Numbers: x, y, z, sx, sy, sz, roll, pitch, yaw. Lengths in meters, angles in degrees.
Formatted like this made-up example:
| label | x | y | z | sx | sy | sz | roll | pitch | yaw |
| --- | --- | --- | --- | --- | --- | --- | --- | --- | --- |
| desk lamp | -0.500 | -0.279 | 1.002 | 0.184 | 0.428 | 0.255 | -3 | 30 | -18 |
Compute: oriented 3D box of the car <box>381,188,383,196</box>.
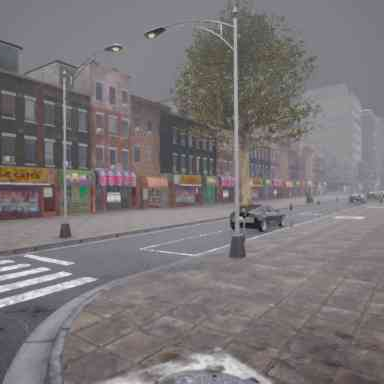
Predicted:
| label | x | y | z | sx | sy | sz | roll | pitch | yaw |
| --- | --- | --- | --- | --- | --- | --- | --- | --- | --- |
| car | 47.057 | -0.001 | 79.996 | 2.192 | 1.841 | 5.009 | 0 | 1 | 35 |

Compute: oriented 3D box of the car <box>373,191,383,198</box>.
| label | x | y | z | sx | sy | sz | roll | pitch | yaw |
| --- | --- | --- | --- | --- | --- | --- | --- | --- | --- |
| car | 37.749 | 0.479 | 66.732 | 1.947 | 1.339 | 4.313 | 0 | 1 | 35 |

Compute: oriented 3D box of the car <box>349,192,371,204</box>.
| label | x | y | z | sx | sy | sz | roll | pitch | yaw |
| --- | --- | --- | --- | --- | --- | --- | --- | --- | --- |
| car | 22.233 | 0.844 | 44.620 | 2.008 | 1.369 | 4.403 | 0 | 1 | 35 |

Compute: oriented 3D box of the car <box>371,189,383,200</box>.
| label | x | y | z | sx | sy | sz | roll | pitch | yaw |
| --- | --- | --- | --- | --- | --- | --- | --- | --- | --- |
| car | 31.542 | 0.617 | 57.887 | 2.008 | 1.369 | 4.403 | 0 | 1 | 35 |

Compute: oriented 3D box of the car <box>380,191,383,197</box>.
| label | x | y | z | sx | sy | sz | roll | pitch | yaw |
| --- | --- | --- | --- | --- | --- | --- | --- | --- | --- |
| car | 43.956 | 0.342 | 75.577 | 1.802 | 1.307 | 4.206 | 0 | 1 | 35 |

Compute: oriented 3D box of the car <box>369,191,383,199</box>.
| label | x | y | z | sx | sy | sz | roll | pitch | yaw |
| --- | --- | --- | --- | --- | --- | --- | --- | --- | --- |
| car | 34.646 | 0.556 | 62.310 | 1.947 | 1.339 | 4.313 | 0 | 1 | 35 |

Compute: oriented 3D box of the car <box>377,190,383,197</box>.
| label | x | y | z | sx | sy | sz | roll | pitch | yaw |
| --- | --- | --- | --- | --- | --- | --- | --- | --- | --- |
| car | 40.950 | 0.360 | 71.293 | 1.752 | 1.417 | 4.829 | 0 | 1 | 35 |

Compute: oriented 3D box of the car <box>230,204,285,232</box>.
| label | x | y | z | sx | sy | sz | roll | pitch | yaw |
| --- | --- | --- | --- | --- | --- | --- | --- | --- | --- |
| car | 3.614 | 1.313 | 18.087 | 1.947 | 1.339 | 4.313 | 0 | 1 | 35 |
